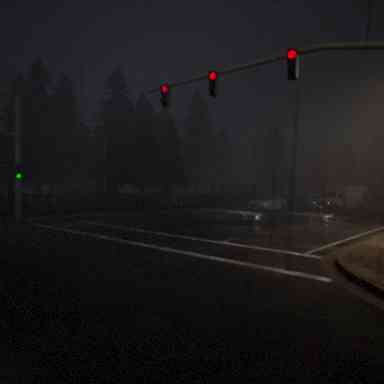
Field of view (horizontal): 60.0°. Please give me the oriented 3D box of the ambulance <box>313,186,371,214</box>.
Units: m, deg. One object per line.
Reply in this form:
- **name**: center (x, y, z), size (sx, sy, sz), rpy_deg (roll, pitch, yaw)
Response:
- **ambulance**: center (14.160, 0.687, 31.502), size (6.366, 2.431, 2.351), rpy_deg (0, 0, -33)

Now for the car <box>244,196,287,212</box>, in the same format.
- **car**: center (7.050, 1.083, 31.481), size (4.674, 1.442, 1.812), rpy_deg (0, 1, -35)
